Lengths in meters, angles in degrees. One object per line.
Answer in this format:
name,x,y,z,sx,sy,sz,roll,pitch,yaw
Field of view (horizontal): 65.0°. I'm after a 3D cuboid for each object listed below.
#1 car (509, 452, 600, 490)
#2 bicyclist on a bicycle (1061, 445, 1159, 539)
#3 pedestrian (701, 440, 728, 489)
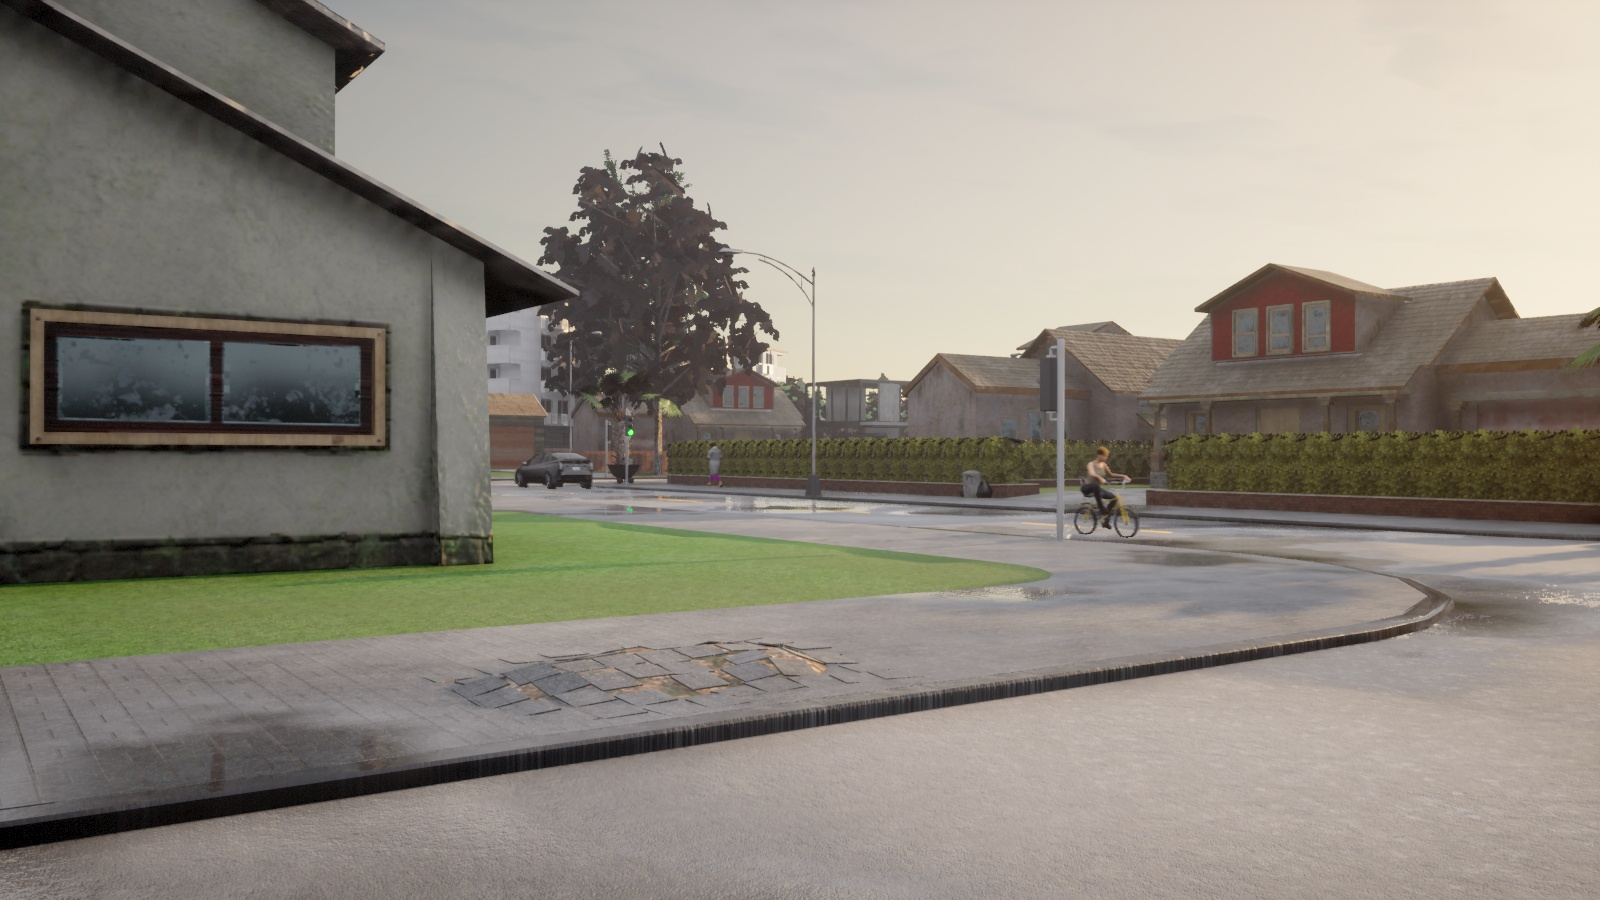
car,-10.217,0.840,52.039,2.007,1.525,4.514,0,0,-35
bicyclist on a bicycle,5.512,0.724,22.401,0.866,1.612,1.509,0,0,-34
pedestrian,-3.467,0.586,50.884,0.873,1.952,0.659,0,0,42
